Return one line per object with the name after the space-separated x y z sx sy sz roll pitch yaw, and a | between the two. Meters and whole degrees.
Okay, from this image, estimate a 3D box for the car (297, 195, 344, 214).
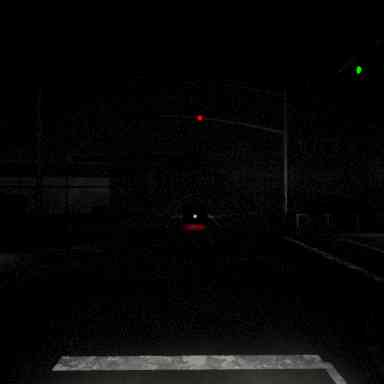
13.001 1.330 31.361 5.027 1.636 2.152 0 0 0 | car

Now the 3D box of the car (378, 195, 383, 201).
38.692 1.154 62.617 5.027 1.636 2.152 0 0 0 | car

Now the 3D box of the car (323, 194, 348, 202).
31.281 1.298 72.669 4.514 1.523 2.007 0 0 0 | car

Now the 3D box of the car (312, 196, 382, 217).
13.066 1.340 28.225 4.514 1.523 2.007 0 0 0 | car

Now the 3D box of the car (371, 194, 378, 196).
38.344 1.232 69.034 3.806 1.475 1.970 0 0 0 | car

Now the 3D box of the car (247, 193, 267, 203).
12.817 1.361 65.618 3.806 1.475 1.970 0 0 0 | car

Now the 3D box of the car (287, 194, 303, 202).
21.296 1.097 65.689 4.605 1.855 1.932 0 0 0 | car

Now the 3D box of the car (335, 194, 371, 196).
20.629 1.320 43.237 3.633 1.501 1.845 0 0 0 | car

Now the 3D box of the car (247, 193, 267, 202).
13.416 1.077 68.945 3.866 1.878 1.905 0 0 0 | car

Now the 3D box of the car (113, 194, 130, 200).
-19.447 1.333 91.533 4.674 1.442 1.812 0 0 0 | car

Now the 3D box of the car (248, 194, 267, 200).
18.088 1.334 91.576 4.902 1.511 2.128 0 0 0 | car

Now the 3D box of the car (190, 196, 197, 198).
0.239 1.547 69.640 2.033 1.411 5.357 0 0 0 | car

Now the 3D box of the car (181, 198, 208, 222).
0.210 1.505 26.702 1.837 1.490 4.892 0 0 0 | car
